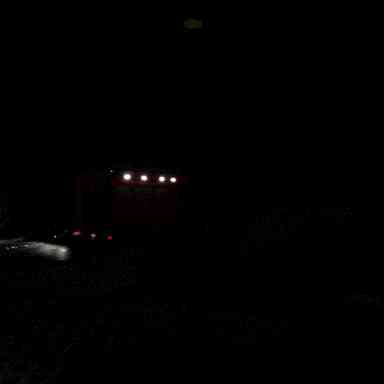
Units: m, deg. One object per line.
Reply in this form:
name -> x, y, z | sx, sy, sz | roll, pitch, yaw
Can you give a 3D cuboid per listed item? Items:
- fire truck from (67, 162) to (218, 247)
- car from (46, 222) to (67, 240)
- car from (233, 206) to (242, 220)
fire truck -> -1.876, 0.632, 17.652 | 2.891, 3.827, 8.468 | 0, 0, 36
car -> -5.041, 1.791, 18.163 | 2.033, 1.411, 5.357 | 0, 0, 36
car -> 2.530, 1.846, 28.634 | 2.128, 1.511, 4.902 | 0, 0, 36
